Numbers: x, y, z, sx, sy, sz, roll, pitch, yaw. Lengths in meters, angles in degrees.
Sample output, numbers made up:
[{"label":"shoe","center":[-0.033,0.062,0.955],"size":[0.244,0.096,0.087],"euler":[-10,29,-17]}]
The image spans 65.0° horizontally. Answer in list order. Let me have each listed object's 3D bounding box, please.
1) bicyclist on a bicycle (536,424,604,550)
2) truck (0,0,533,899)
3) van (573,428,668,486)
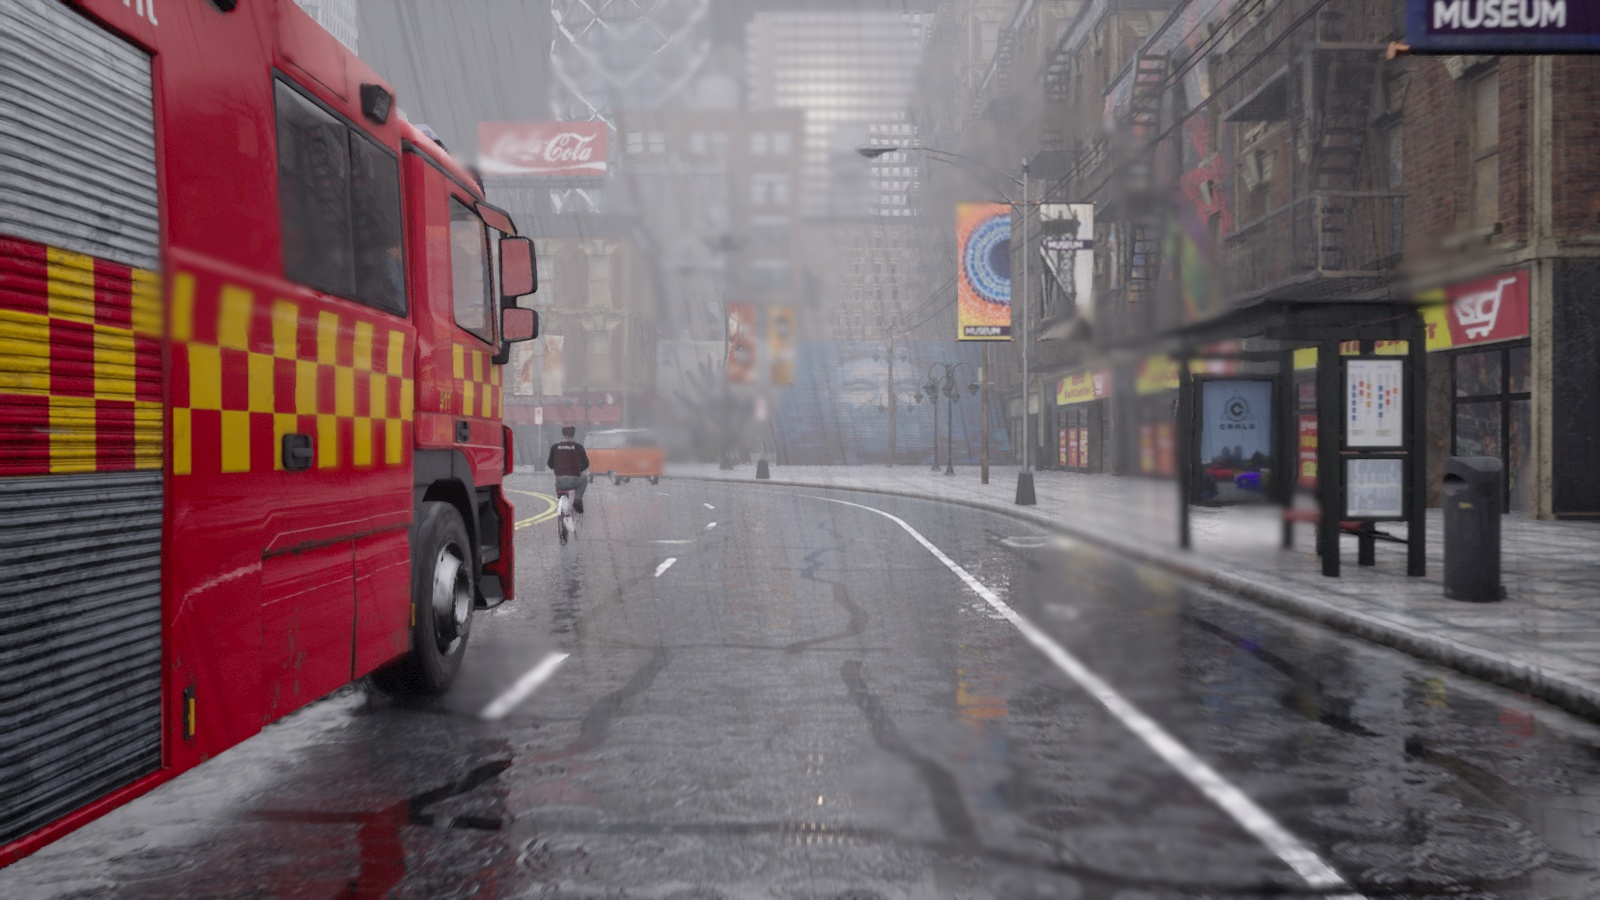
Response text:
[{"label":"bicyclist on a bicycle","center":[-3.378,0.510,18.556],"size":[0.659,1.776,1.843],"euler":[0,1,0]},{"label":"truck","center":[-3.455,-0.450,5.112],"size":[2.891,3.827,8.468],"euler":[0,0,0]},{"label":"van","center":[-6.561,0.237,45.528],"size":[1.775,1.987,4.442],"euler":[0,0,-31]}]
